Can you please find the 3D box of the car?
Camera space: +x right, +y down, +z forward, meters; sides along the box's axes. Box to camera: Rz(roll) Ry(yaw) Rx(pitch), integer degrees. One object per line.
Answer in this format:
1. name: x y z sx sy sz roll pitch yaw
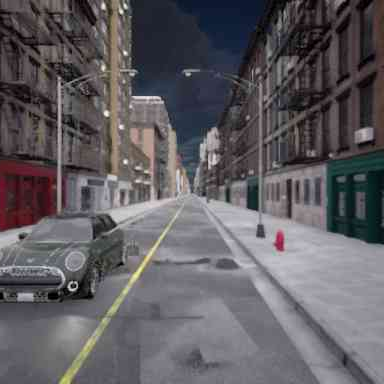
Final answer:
1. car: -3.063 1.343 8.393 2.097 1.767 4.553 0 0 0
